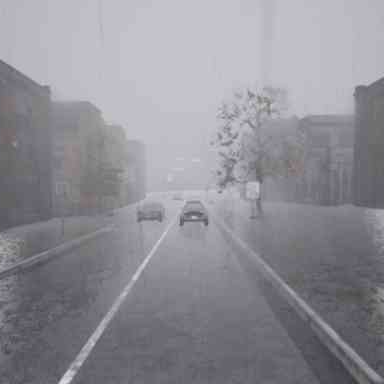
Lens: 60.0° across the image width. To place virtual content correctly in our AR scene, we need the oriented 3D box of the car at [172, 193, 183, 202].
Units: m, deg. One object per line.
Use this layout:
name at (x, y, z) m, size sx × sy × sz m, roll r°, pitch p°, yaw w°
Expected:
car at (-2.887, 0.954, 66.083) m, size 2.097 × 1.767 × 4.553 m, roll 0°, pitch 2°, yaw 1°

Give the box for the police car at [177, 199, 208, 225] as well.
police car at (0.140, 1.495, 24.147) m, size 2.038 × 1.542 × 4.974 m, roll 0°, pitch 0°, yaw 0°

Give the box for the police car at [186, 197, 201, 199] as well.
police car at (0.179, 1.412, 42.717) m, size 1.930 × 1.638 × 5.238 m, roll 0°, pitch 0°, yaw 0°

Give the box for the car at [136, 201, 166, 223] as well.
car at (-3.054, 1.497, 25.473) m, size 1.837 × 1.490 × 4.892 m, roll 0°, pitch 0°, yaw 0°
